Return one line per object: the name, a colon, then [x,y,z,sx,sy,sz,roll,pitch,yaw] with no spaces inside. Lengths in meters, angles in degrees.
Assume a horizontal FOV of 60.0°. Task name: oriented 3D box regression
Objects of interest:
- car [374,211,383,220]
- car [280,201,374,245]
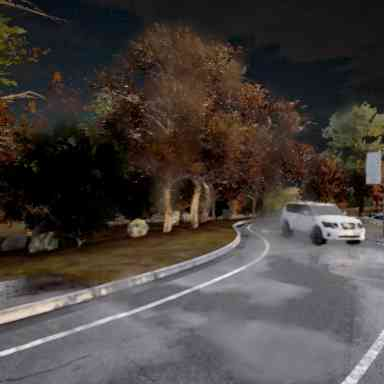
car: [23.291,2.525,38.170,5.357,1.411,2.033,0,-1,0]
car: [6.746,1.571,17.982,2.150,2.045,5.566,1,0,-10]
